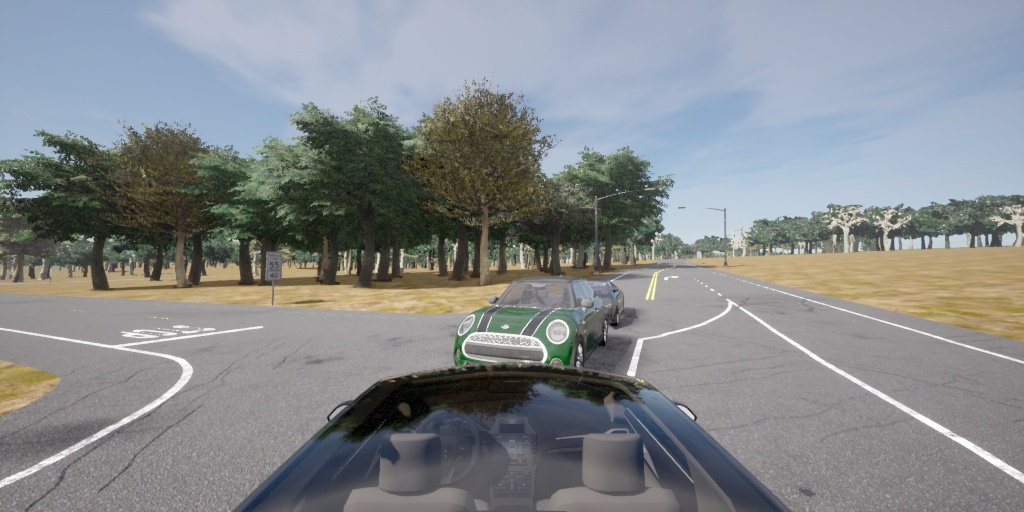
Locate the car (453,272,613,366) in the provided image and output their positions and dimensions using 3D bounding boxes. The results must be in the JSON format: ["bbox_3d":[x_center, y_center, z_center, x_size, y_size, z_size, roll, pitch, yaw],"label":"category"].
[{"bbox_3d":[0.676,1.223,7.478,2.097,1.767,4.553,-1,-2,22],"label":"car"}]

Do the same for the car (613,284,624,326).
[{"bbox_3d":[2.897,1.555,12.912,1.994,1.385,4.181,-2,0,22],"label":"car"}]
